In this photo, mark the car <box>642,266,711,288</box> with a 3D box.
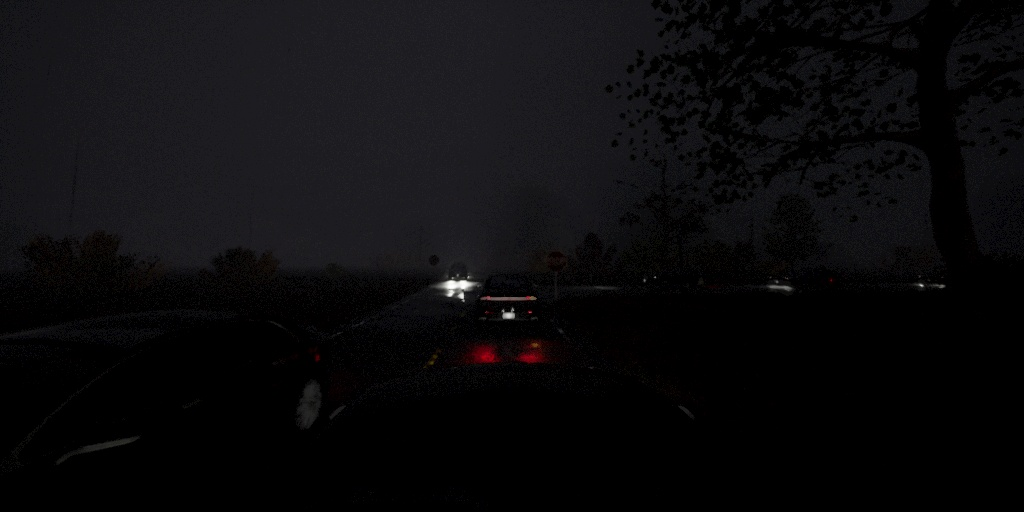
[{"bbox_3d":[11.972,1.511,26.188,4.902,1.511,2.128,0,-1,-9],"label":"car"}]

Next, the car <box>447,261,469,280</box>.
[{"bbox_3d":[-5.395,1.575,36.003,2.128,1.511,4.902,0,-1,-7],"label":"car"}]

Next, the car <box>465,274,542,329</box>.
[{"bbox_3d":[-0.151,1.340,11.640,2.128,1.511,4.902,0,-1,-2],"label":"car"}]

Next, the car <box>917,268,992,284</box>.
[{"bbox_3d":[37.059,1.645,29.953,5.357,1.411,2.033,0,-1,-8],"label":"car"}]

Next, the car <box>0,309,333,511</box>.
[{"bbox_3d":[-3.162,1.265,2.641,1.837,1.490,4.892,0,-1,-1],"label":"car"}]

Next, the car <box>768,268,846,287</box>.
[{"bbox_3d":[22.898,1.602,27.836,5.357,1.411,2.033,0,-1,-9],"label":"car"}]

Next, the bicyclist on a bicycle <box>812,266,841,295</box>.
[{"bbox_3d":[18.148,1.417,20.701,0.582,1.620,1.656,0,-1,-9],"label":"bicyclist on a bicycle"}]
